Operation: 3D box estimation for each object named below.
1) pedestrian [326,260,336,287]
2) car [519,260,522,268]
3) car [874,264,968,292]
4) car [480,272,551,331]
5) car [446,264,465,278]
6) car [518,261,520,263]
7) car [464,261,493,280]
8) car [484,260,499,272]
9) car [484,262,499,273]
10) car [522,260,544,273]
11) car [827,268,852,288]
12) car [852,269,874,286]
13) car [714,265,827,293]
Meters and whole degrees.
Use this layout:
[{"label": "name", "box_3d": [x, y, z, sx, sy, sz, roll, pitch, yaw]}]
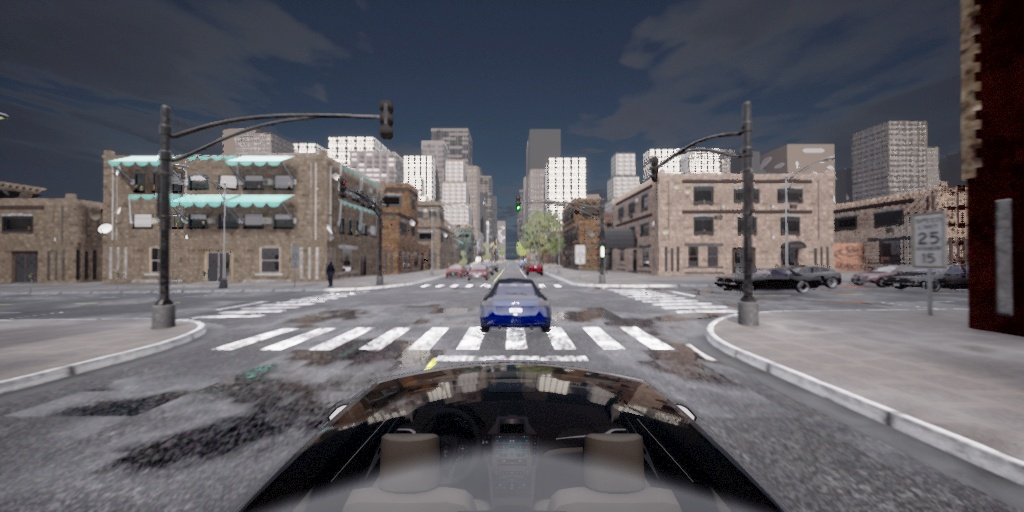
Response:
[{"label": "pedestrian", "box_3d": [-12.519, 1.198, 24.754, 0.375, 1.860, 0.375, 0, 0, 0]}, {"label": "car", "box_3d": [2.673, 1.751, 59.590, 1.948, 1.339, 4.313, 0, 0, 0]}, {"label": "car", "box_3d": [23.281, 1.138, 19.250, 5.357, 1.411, 2.033, -1, -1, 0]}, {"label": "car", "box_3d": [0.096, 1.381, 11.261, 1.994, 1.385, 4.181, 0, 0, 0]}, {"label": "car", "box_3d": [-5.789, 1.554, 37.491, 1.888, 1.381, 4.507, 0, 0, 0]}, {"label": "car", "box_3d": [2.671, 1.781, 65.115, 2.007, 1.370, 4.403, 0, 0, 0]}, {"label": "car", "box_3d": [-3.096, 1.508, 33.981, 1.812, 1.442, 4.674, 0, 0, 0]}, {"label": "car", "box_3d": [-3.093, 1.546, 43.272, 2.128, 1.511, 4.902, 0, 0, 0]}, {"label": "car", "box_3d": [-3.016, 1.614, 53.659, 1.882, 1.535, 5.008, 0, 0, 0]}, {"label": "car", "box_3d": [2.678, 1.367, 43.014, 2.192, 1.841, 5.009, 0, 0, 0]}, {"label": "car", "box_3d": [17.490, 1.247, 21.827, 4.313, 1.339, 1.948, 0, 0, 0]}, {"label": "car", "box_3d": [23.186, 1.198, 21.832, 4.207, 1.307, 1.802, 0, 0, 0]}, {"label": "car", "box_3d": [13.555, 1.303, 19.234, 4.718, 1.301, 1.895, -1, -1, 0]}]
